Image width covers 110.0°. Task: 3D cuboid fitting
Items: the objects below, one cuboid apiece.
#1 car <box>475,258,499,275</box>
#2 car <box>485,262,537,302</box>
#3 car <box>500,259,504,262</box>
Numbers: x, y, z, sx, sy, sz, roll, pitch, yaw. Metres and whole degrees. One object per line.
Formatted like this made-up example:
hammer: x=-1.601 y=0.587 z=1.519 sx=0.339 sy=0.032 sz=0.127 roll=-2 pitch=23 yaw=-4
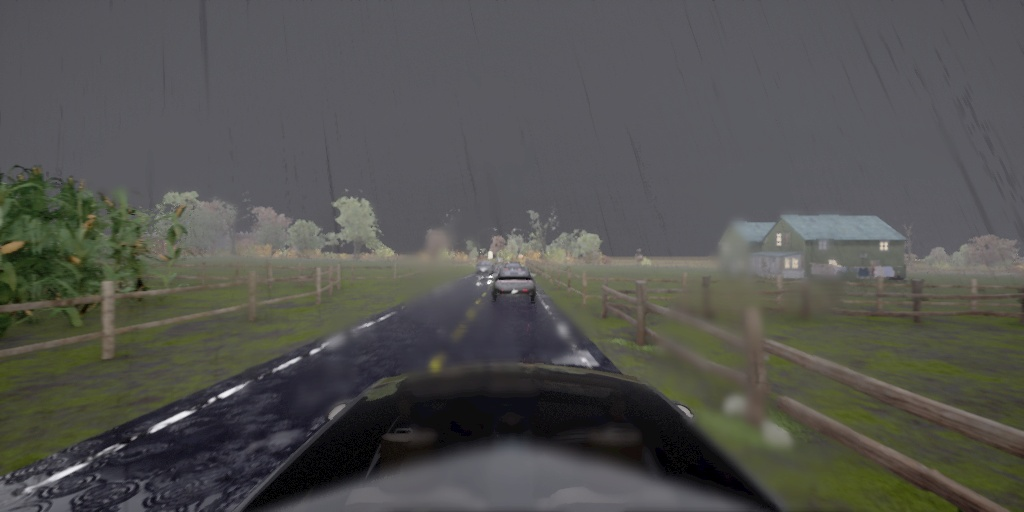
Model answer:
car: x=-2.843 y=1.218 z=38.464 sx=2.128 sy=1.511 sz=4.902 roll=0 pitch=0 yaw=0
car: x=0.099 y=1.228 z=16.730 sx=2.128 sy=1.511 sz=4.902 roll=0 pitch=0 yaw=0
car: x=0.096 y=1.274 z=34.668 sx=2.033 sy=1.411 sz=5.357 roll=0 pitch=0 yaw=0
